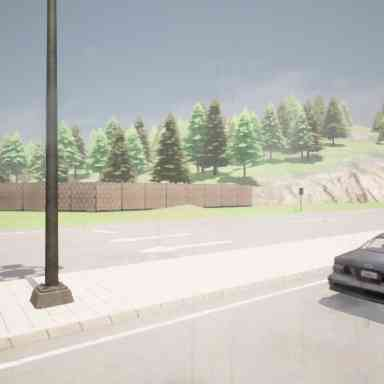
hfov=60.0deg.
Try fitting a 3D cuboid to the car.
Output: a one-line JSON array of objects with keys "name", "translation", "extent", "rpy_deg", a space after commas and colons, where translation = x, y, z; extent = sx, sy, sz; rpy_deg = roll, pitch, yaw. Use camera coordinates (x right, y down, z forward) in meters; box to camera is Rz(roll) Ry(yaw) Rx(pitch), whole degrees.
[{"name": "car", "translation": [5.255, 1.547, 7.491], "extent": [5.357, 1.411, 2.033], "rpy_deg": [0, 0, -35]}]
